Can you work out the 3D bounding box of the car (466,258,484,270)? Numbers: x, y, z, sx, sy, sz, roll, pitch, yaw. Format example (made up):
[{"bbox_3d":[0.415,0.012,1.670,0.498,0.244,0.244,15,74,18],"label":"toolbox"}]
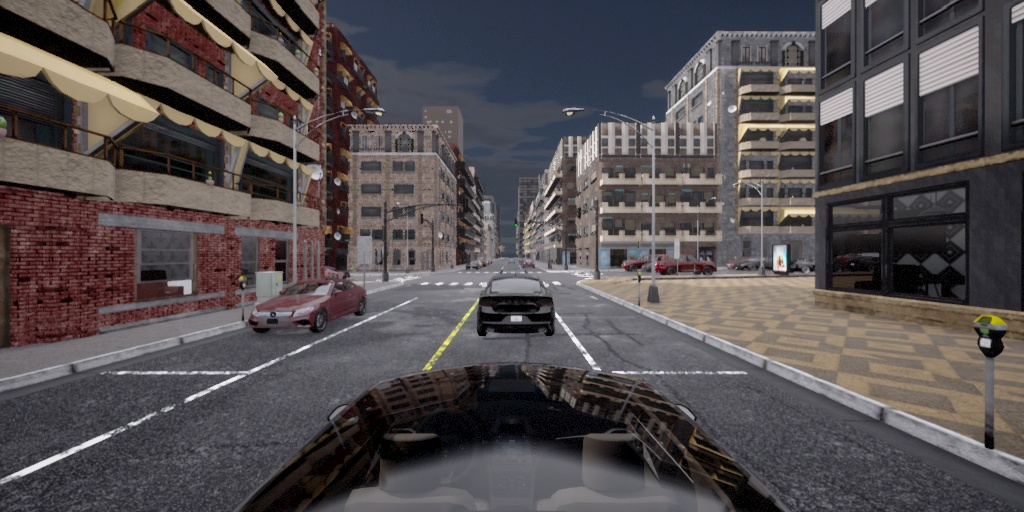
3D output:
[{"bbox_3d":[-5.707,1.316,52.713,1.948,1.339,4.313,0,0,0],"label":"car"}]

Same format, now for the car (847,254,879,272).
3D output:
[{"bbox_3d":[31.341,0.709,30.826,4.313,1.339,1.948,0,0,-1],"label":"car"}]

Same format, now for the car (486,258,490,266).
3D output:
[{"bbox_3d":[-5.711,1.069,64.078,2.192,1.841,5.009,0,0,0],"label":"car"}]

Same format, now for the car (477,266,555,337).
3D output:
[{"bbox_3d":[0.096,1.225,10.359,1.882,1.535,5.008,0,0,0],"label":"car"}]

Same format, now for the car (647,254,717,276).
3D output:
[{"bbox_3d":[14.700,0.770,30.676,5.009,1.841,2.192,0,0,-1],"label":"car"}]

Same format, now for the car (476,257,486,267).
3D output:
[{"bbox_3d":[-5.709,1.277,58.225,1.751,1.417,4.829,0,0,0],"label":"car"}]

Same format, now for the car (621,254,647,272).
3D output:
[{"bbox_3d":[14.563,0.754,39.055,5.009,1.841,2.192,0,0,-1],"label":"car"}]

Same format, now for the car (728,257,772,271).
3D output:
[{"bbox_3d":[25.545,0.787,36.563,5.357,1.411,2.033,-1,0,0],"label":"car"}]

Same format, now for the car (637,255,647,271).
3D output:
[{"bbox_3d":[15.723,0.928,36.476,4.892,1.490,1.837,-1,0,-1],"label":"car"}]

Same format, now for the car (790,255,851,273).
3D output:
[{"bbox_3d":[25.794,0.814,30.776,4.313,1.339,1.948,0,0,-1],"label":"car"}]

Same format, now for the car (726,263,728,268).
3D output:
[{"bbox_3d":[25.654,0.814,39.156,4.207,1.307,1.802,0,0,-1],"label":"car"}]

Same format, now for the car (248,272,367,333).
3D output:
[{"bbox_3d":[-5.744,1.329,10.689,1.802,1.307,4.207,0,0,0],"label":"car"}]

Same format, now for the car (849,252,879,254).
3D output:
[{"bbox_3d":[35.312,0.407,36.641,4.553,1.767,2.097,-1,0,0],"label":"car"}]

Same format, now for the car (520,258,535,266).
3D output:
[{"bbox_3d":[2.671,1.192,58.400,1.967,1.591,4.097,0,0,0],"label":"car"}]

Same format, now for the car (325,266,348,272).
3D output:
[{"bbox_3d":[-17.187,1.602,32.973,4.181,1.385,1.994,-1,0,-1],"label":"car"}]
